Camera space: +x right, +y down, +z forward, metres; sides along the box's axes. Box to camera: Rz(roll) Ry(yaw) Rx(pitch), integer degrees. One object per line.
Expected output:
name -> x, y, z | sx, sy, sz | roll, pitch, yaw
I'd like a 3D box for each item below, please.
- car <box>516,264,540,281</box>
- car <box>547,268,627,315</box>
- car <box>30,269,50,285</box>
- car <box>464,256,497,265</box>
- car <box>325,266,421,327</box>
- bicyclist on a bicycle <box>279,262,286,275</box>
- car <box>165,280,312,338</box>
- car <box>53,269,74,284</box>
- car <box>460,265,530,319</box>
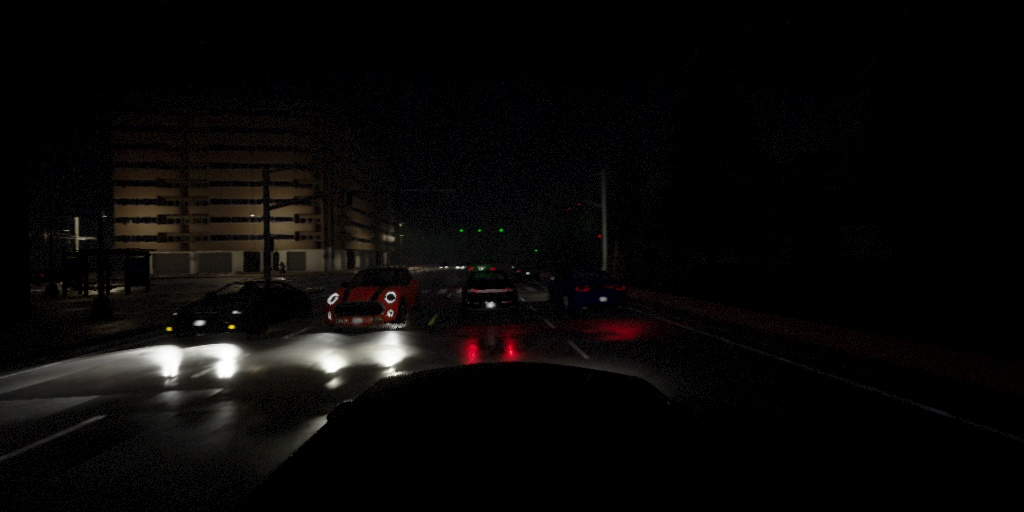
car -> 1.020, 1.302, 29.445 | 1.994, 1.385, 4.181 | -1, 0, -5
car -> 2.607, 1.186, 13.582 | 1.882, 1.535, 5.008 | -1, 0, -5
car -> -47.948, 1.972, 34.097 | 4.553, 1.767, 2.097 | -1, 0, -7
car -> -2.311, 1.018, 27.457 | 2.150, 2.045, 5.566 | -1, 0, -5
car -> -4.402, 1.177, 11.982 | 2.097, 1.767, 4.553 | -1, 0, -5
bicyclist on a bicycle -> -30.142, 1.625, 47.087 | 0.582, 1.620, 1.656 | -1, 0, -7
car -> -7.795, 1.447, 10.720 | 1.994, 1.385, 4.181 | -1, 0, -5
car -> -48.373, 2.106, 37.571 | 5.008, 1.535, 1.882 | -1, 0, -7
car -> -0.855, 1.256, 13.016 | 2.128, 1.511, 4.902 | -1, 0, -5
